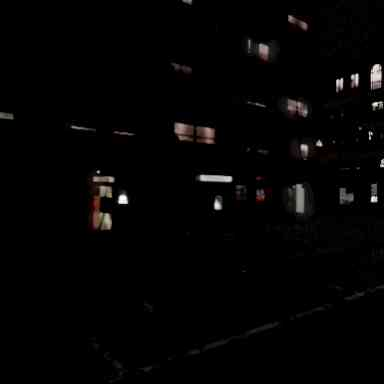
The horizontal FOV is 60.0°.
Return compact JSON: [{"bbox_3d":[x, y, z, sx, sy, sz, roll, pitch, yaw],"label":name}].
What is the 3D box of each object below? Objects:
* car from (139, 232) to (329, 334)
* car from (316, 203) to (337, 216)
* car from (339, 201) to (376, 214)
[{"bbox_3d":[1.052,1.560,6.798,4.313,1.339,1.947,0,1,-35],"label":"car"},{"bbox_3d":[11.049,1.484,31.600,1.967,1.590,4.097,0,-1,-36],"label":"car"},{"bbox_3d":[17.650,1.674,36.361,2.008,1.369,4.403,0,-1,-36],"label":"car"}]
